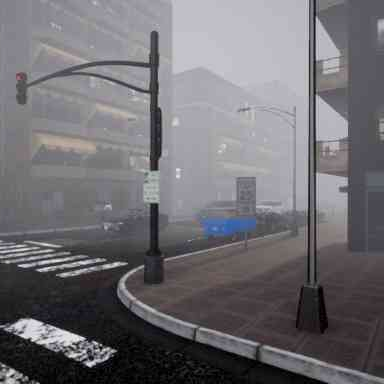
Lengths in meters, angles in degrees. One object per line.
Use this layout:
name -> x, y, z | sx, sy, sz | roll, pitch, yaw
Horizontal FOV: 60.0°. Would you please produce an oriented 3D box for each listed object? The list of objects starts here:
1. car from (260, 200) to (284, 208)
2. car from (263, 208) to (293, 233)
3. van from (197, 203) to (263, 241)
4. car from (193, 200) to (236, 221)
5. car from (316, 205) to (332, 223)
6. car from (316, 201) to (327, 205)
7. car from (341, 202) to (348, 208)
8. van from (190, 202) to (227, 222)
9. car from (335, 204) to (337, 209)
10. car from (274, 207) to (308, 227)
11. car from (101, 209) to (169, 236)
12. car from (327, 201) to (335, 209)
car -> 8.865, 1.954, 38.237 | 2.150, 2.045, 5.566 | 0, -1, 36
car -> 5.327, 2.035, 23.377 | 1.947, 1.339, 4.313 | -1, -2, 35
van -> 2.253, 1.704, 18.769 | 1.690, 1.788, 3.998 | -1, -2, 35
car -> 2.670, 1.749, 29.534 | 2.150, 2.045, 5.566 | 0, -1, 37
car -> 11.747, 2.233, 32.406 | 2.008, 1.369, 4.403 | -1, -2, 35
car -> 24.175, 2.889, 64.285 | 1.802, 1.307, 4.206 | -1, -2, 35
car -> 40.130, 3.376, 86.722 | 1.752, 1.417, 4.829 | -1, -2, 35
van -> 1.703, 1.903, 32.691 | 1.690, 1.788, 3.998 | -1, -2, 35
car -> 30.596, 3.064, 73.315 | 1.887, 1.381, 4.507 | -1, -2, 35
car -> 8.536, 2.158, 27.890 | 1.802, 1.307, 4.206 | -1, -2, 35
car -> -3.467, 1.815, 20.922 | 2.128, 1.511, 4.902 | 0, -1, 35
car -> 27.385, 2.728, 68.806 | 2.192, 1.841, 5.009 | -1, -2, 35
